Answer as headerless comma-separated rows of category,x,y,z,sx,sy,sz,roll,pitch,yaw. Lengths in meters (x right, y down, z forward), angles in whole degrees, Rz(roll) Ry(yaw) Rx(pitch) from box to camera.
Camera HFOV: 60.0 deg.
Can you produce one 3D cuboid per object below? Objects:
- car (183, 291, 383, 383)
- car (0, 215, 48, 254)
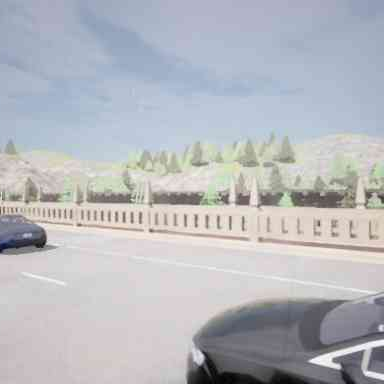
car,2.159,1.489,2.451,4.902,1.511,2.128,0,0,36
car,-7.962,1.649,13.982,4.181,1.385,1.994,0,0,36
